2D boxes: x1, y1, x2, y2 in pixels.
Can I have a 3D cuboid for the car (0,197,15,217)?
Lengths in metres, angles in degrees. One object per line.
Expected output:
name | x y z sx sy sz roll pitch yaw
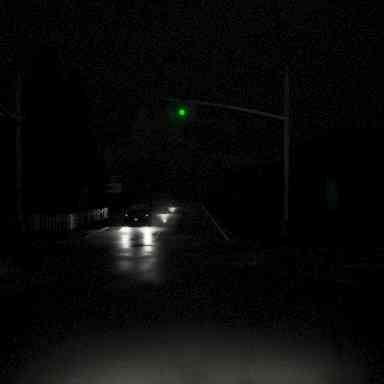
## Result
car | -14.603 1.318 24.618 1.905 1.878 3.866 0 0 -1

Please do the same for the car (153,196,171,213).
car | -3.703 1.487 36.972 1.882 1.535 5.008 0 0 0

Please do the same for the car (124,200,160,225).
car | -3.670 1.532 24.196 1.812 1.442 4.674 0 0 0

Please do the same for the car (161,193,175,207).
car | -3.718 1.235 50.445 2.150 2.045 5.566 0 0 0
